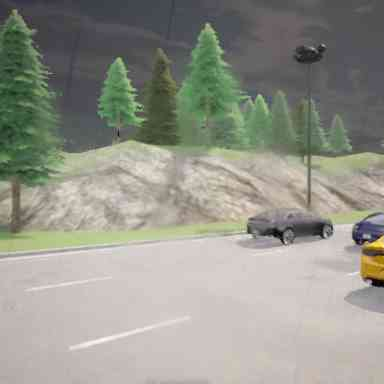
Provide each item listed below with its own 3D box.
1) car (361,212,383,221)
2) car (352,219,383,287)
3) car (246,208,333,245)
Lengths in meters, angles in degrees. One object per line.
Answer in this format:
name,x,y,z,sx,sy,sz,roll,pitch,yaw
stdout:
car,8.659,1.563,14.244,4.674,1.442,1.812,0,0,-36
car,6.115,1.501,8.135,5.008,1.535,1.882,0,0,-35
car,4.723,1.524,15.728,4.902,1.511,2.128,0,0,-35
